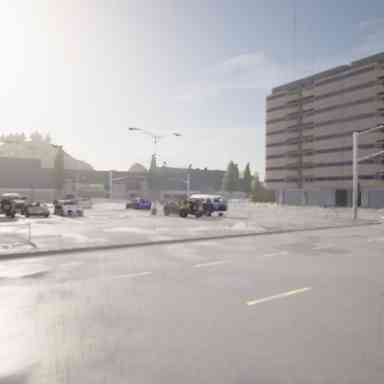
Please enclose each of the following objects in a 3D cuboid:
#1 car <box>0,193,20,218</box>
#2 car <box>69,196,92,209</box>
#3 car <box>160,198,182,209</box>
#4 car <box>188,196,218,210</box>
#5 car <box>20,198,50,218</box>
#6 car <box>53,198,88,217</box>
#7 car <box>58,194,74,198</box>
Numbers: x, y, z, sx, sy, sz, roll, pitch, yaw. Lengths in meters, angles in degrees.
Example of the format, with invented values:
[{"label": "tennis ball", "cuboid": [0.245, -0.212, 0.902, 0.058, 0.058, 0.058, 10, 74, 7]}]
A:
[{"label": "car", "cuboid": [-16.032, 1.242, 27.786, 1.932, 1.855, 4.605, 1, 0, -35]}, {"label": "car", "cuboid": [-15.455, 1.611, 46.705, 1.970, 1.475, 3.806, 1, 0, -35]}, {"label": "car", "cuboid": [-4.605, 1.925, 65.450, 2.128, 1.511, 4.902, 1, -1, -35]}, {"label": "car", "cuboid": [2.038, 1.961, 62.062, 2.128, 1.511, 4.902, 1, 0, -35]}, {"label": "car", "cuboid": [-13.867, 1.482, 29.368, 1.784, 1.438, 3.905, 1, 0, -35]}, {"label": "car", "cuboid": [-11.497, 1.546, 31.031, 1.970, 1.475, 3.806, 1, 0, -35]}, {"label": "car", "cuboid": [-23.276, 1.403, 62.556, 1.905, 1.878, 3.866, 1, 0, -35]}]
